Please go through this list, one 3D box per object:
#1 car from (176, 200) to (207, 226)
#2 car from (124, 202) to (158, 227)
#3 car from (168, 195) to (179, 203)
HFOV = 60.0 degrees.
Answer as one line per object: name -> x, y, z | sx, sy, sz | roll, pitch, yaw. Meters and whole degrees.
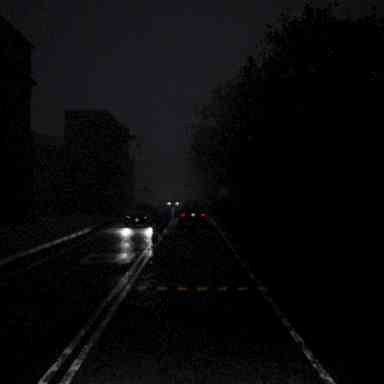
car -> 0.069, 1.506, 23.464 | 2.033, 1.411, 5.357 | 1, 0, 0
car -> -3.391, 1.480, 22.850 | 1.837, 1.490, 4.892 | 0, 0, 0
car -> -3.598, 1.274, 64.835 | 1.882, 1.535, 5.008 | 0, 0, 0
